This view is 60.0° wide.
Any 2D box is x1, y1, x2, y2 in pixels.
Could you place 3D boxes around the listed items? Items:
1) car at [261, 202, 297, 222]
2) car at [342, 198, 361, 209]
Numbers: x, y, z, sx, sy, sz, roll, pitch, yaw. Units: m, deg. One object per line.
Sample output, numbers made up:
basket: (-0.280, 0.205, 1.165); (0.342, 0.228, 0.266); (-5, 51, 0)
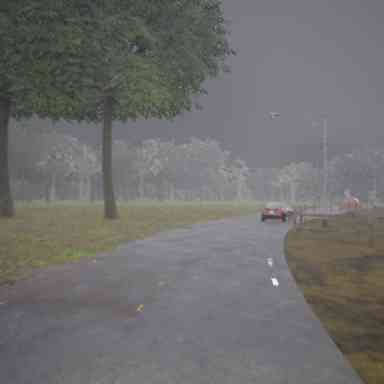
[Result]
car: (7.150, 1.577, 27.204); (2.163, 1.488, 4.792); (0, 0, 29)
car: (24.276, 1.624, 50.736); (2.097, 1.767, 4.553); (0, 0, 38)
